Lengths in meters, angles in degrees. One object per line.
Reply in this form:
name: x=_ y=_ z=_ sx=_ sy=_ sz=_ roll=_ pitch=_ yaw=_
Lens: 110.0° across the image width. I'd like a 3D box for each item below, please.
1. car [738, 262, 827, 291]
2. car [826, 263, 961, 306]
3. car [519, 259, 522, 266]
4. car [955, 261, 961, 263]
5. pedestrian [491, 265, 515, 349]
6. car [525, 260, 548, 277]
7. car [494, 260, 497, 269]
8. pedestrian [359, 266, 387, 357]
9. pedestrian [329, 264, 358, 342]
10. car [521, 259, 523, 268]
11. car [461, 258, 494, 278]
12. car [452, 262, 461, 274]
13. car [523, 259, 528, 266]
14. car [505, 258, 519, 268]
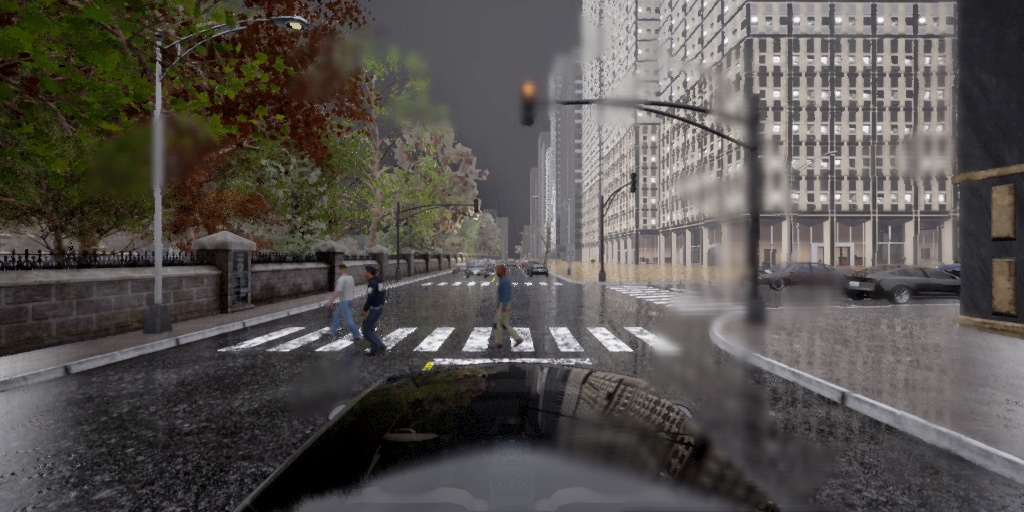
car: x=15.102 y=1.025 z=18.974 sx=5.357 sy=1.411 sz=2.033 roll=-1 pitch=0 yaw=0
car: x=14.659 y=1.026 z=13.176 sx=4.313 sy=1.339 sz=1.948 roll=0 pitch=0 yaw=0
car: x=2.554 y=1.337 z=63.895 sx=1.888 sy=1.381 sz=4.507 roll=0 pitch=0 yaw=0
car: x=25.362 y=0.655 z=19.050 sx=4.553 sy=1.767 sz=2.097 roll=-1 pitch=0 yaw=0
pedestrian: x=-0.187 y=1.044 z=7.683 sx=0.375 sy=1.860 sz=0.375 roll=0 pitch=0 yaw=0
car: x=2.614 y=1.330 z=35.732 sx=1.948 sy=1.339 sz=4.313 roll=0 pitch=0 yaw=0
car: x=-3.189 y=1.334 z=43.812 sx=1.994 sy=1.385 sz=4.181 roll=0 pitch=0 yaw=0
pedestrian: x=-2.703 y=1.044 z=7.078 sx=0.375 sy=1.860 sz=0.375 roll=0 pitch=0 yaw=0
pedestrian: x=-3.876 y=1.043 z=8.276 sx=0.375 sy=1.860 sz=0.375 roll=0 pitch=0 yaw=0
car: x=2.590 y=1.339 z=46.997 sx=1.948 sy=1.339 sz=4.313 roll=0 pitch=0 yaw=0
car: x=-3.156 y=1.255 z=33.902 sx=2.128 sy=1.511 sz=4.902 roll=0 pitch=0 yaw=1
car: x=-5.778 y=1.350 z=41.346 sx=1.802 sy=1.307 sz=4.207 roll=0 pitch=0 yaw=0
car: x=2.602 y=1.334 z=41.365 sx=1.948 sy=1.339 sz=4.313 roll=0 pitch=0 yaw=0
car: x=-0.135 y=1.295 z=62.562 sx=1.837 sy=1.490 sz=4.892 roll=0 pitch=0 yaw=0
